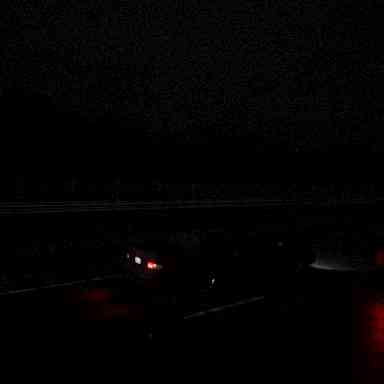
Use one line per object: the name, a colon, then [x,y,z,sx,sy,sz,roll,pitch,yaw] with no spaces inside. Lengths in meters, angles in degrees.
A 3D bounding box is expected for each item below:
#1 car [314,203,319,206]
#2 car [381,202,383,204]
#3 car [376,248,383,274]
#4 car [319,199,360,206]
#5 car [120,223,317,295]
car: [17.291,1.634,41.395,4.718,1.301,1.895,0,0,-33]
car: [21.168,1.638,35.566,4.718,1.301,1.895,0,0,-33]
car: [6.800,1.597,8.547,4.718,1.301,1.895,0,0,-35]
car: [16.699,1.531,36.800,4.892,1.490,1.837,1,0,-34]
car: [0.900,1.545,8.687,5.357,1.411,2.033,0,0,-34]
